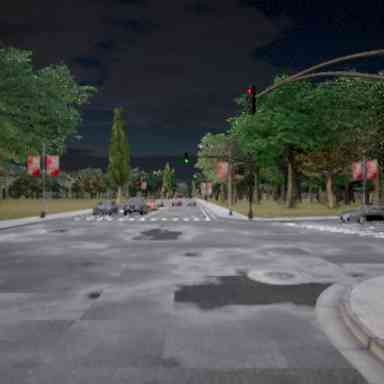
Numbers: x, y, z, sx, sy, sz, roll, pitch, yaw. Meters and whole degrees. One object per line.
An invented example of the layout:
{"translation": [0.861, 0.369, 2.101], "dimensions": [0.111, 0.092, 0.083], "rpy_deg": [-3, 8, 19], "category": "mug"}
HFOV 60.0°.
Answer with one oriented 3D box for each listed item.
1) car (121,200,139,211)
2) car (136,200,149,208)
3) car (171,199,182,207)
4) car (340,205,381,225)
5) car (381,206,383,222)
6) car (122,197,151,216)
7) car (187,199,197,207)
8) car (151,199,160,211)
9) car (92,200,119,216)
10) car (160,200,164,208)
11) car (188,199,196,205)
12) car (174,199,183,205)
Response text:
{"translation": [-9.787, 2.098, 52.572], "dimensions": [1.837, 1.490, 4.892], "rpy_deg": [0, -1, 1], "category": "car"}
{"translation": [-9.749, 2.347, 65.442], "dimensions": [1.895, 1.301, 4.718], "rpy_deg": [0, -1, 0], "category": "car"}
{"translation": [-3.249, 2.311, 69.270], "dimensions": [2.128, 1.511, 4.902], "rpy_deg": [0, -1, 0], "category": "car"}
{"translation": [14.622, 1.879, 27.844], "dimensions": [4.902, 1.511, 2.128], "rpy_deg": [0, -1, -23], "category": "car"}
{"translation": [17.231, 1.826, 25.413], "dimensions": [5.008, 1.535, 1.882], "rpy_deg": [0, -1, -23], "category": "car"}
{"translation": [-6.570, 1.659, 39.230], "dimensions": [2.150, 2.045, 5.566], "rpy_deg": [0, -1, 0], "category": "car"}
{"translation": [0.002, 2.310, 69.270], "dimensions": [2.128, 1.511, 4.902], "rpy_deg": [0, -1, 0], "category": "car"}
{"translation": [-6.555, 1.918, 50.472], "dimensions": [2.097, 1.767, 4.553], "rpy_deg": [0, -1, 0], "category": "car"}
{"translation": [-9.824, 1.778, 38.126], "dimensions": [2.097, 1.767, 4.553], "rpy_deg": [0, -1, 0], "category": "car"}
{"translation": [-6.501, 2.261, 64.488], "dimensions": [1.812, 1.442, 4.674], "rpy_deg": [0, 0, 0], "category": "car"}
{"translation": [0.002, 2.356, 79.717], "dimensions": [1.895, 1.301, 4.718], "rpy_deg": [0, -1, 0], "category": "car"}
{"translation": [-3.248, 2.356, 79.717], "dimensions": [1.895, 1.301, 4.718], "rpy_deg": [0, -1, 0], "category": "car"}
